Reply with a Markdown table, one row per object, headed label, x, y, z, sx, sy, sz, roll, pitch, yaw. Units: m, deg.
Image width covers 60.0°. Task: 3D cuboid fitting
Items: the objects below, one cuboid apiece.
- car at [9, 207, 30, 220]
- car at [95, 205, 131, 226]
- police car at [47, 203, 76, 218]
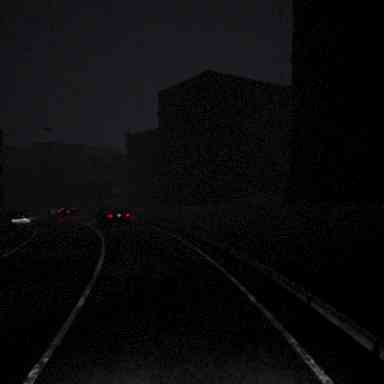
| label | x | y | z | sx | sy | sz | roll | pitch | yaw |
| --- | --- | --- | --- | --- | --- | --- | --- | --- | --- |
| car | -21.471 | 2.517 | 40.306 | 5.357 | 1.411 | 2.033 | -2 | 1 | 44 |
| car | -6.058 | 1.711 | 25.095 | 2.033 | 1.411 | 5.357 | -2 | 0 | -25 |
| police car | -15.462 | 2.160 | 39.167 | 2.038 | 1.542 | 4.974 | -3 | 0 | -40 |
